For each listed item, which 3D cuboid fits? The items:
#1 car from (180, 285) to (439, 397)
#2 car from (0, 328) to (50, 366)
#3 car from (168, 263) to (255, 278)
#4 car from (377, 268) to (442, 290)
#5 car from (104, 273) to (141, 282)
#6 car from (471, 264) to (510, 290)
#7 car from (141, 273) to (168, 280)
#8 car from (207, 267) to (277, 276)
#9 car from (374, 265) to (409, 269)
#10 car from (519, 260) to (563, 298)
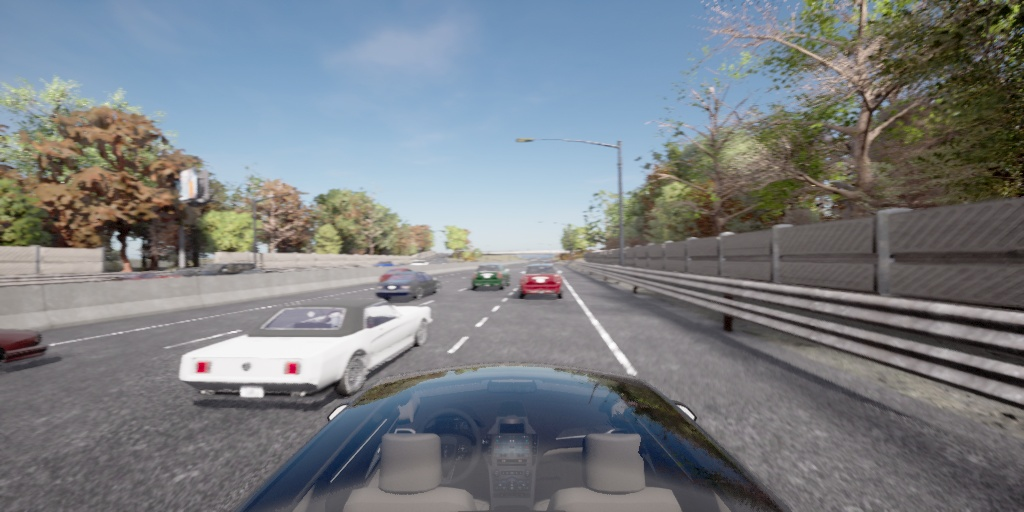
[{"bbox_3d":[-3.077,1.442,6.751,1.895,1.301,4.718,-1,0,6],"label":"car"},{"bbox_3d":[-10.322,1.503,4.629,2.033,1.411,5.357,-1,0,6],"label":"car"},{"bbox_3d":[-22.314,1.561,27.530,2.150,2.045,5.566,-1,0,6],"label":"car"},{"bbox_3d":[-5.355,1.522,19.218,2.033,1.411,5.357,-1,0,6],"label":"car"},{"bbox_3d":[-29.281,2.033,28.100,1.994,1.385,4.181,-1,0,6],"label":"car"},{"bbox_3d":[-1.335,1.294,24.334,2.097,1.767,4.553,-1,0,6],"label":"car"},{"bbox_3d":[-25.736,1.761,28.446,2.097,1.767,4.553,-1,0,6],"label":"car"},{"bbox_3d":[-18.930,1.774,26.163,1.837,1.490,4.892,-1,0,6],"label":"car"},{"bbox_3d":[-8.154,1.605,26.439,1.812,1.442,4.674,-1,0,6],"label":"car"},{"bbox_3d":[1.573,1.203,19.205,2.097,1.767,4.553,-1,0,6],"label":"car"}]
